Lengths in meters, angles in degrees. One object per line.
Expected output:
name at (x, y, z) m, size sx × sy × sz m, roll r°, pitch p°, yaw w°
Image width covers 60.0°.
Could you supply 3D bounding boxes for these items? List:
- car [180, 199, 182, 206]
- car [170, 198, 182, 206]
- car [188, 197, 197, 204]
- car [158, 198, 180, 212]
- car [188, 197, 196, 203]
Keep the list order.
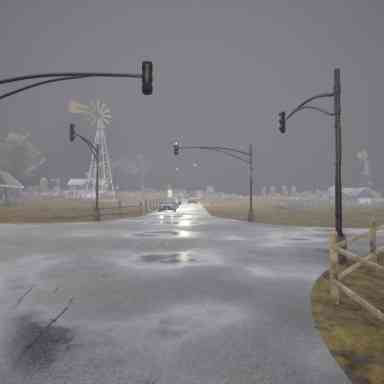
car at (-2.860, 1.637, 49.959) m, size 2.128 × 1.511 × 4.902 m, roll 0°, pitch 0°, yaw 0°
car at (-2.834, 1.806, 60.396) m, size 1.895 × 1.301 × 4.718 m, roll 0°, pitch 0°, yaw 0°
car at (0.085, 1.787, 69.110) m, size 1.812 × 1.442 × 4.674 m, roll 0°, pitch 0°, yaw 0°
car at (-2.861, 1.660, 39.779) m, size 1.994 × 1.385 × 4.181 m, roll 0°, pitch 0°, yaw 0°
car at (-0.008, 1.859, 79.122) m, size 1.812 × 1.442 × 4.674 m, roll 0°, pitch 0°, yaw 0°
